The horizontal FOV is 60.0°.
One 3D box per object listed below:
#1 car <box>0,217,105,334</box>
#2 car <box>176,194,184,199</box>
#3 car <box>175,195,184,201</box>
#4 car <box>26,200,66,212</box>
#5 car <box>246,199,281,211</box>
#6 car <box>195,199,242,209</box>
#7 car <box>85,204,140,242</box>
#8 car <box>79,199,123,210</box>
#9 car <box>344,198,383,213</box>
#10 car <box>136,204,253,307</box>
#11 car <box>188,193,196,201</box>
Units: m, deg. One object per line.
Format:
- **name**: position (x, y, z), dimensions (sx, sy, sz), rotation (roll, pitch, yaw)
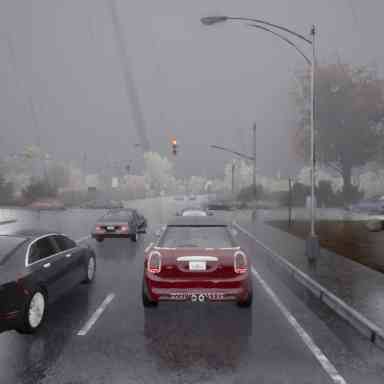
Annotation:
- **car**: position (-3.394, 1.505, 6.740), dimensions (1.837, 1.490, 4.892), rotation (0, 0, 0)
- **car**: position (-3.377, 1.403, 95.420), dimensions (1.994, 1.385, 4.181), rotation (0, 0, 1)
- **car**: position (-3.426, 1.545, 85.394), dimensions (1.994, 1.385, 4.181), rotation (0, 0, 0)
- **car**: position (-16.732, 1.564, 38.270), dimensions (4.181, 1.385, 1.994), rotation (0, 0, 3)
- **car**: position (8.655, 1.563, 40.323), dimensions (4.181, 1.385, 1.994), rotation (0, 0, 3)
- **car**: position (3.138, 1.507, 37.130), dimensions (4.892, 1.490, 1.837), rotation (1, 0, 3)
- **car**: position (-3.389, 1.547, 16.398), dimensions (2.033, 1.411, 5.357), rotation (0, 0, 0)
- **car**: position (-11.219, 1.548, 41.460), dimensions (5.357, 1.411, 2.033), rotation (0, 0, 3)
- **car**: position (18.871, 1.561, 36.241), dimensions (4.181, 1.385, 1.994), rotation (0, 0, 3)
- **car**: position (0.106, 1.352, 8.153), dimensions (2.097, 1.767, 4.553), rotation (0, 0, 0)
- **car**: position (0.074, 1.518, 85.425), dimensions (1.812, 1.442, 4.674), rotation (0, 0, 0)
